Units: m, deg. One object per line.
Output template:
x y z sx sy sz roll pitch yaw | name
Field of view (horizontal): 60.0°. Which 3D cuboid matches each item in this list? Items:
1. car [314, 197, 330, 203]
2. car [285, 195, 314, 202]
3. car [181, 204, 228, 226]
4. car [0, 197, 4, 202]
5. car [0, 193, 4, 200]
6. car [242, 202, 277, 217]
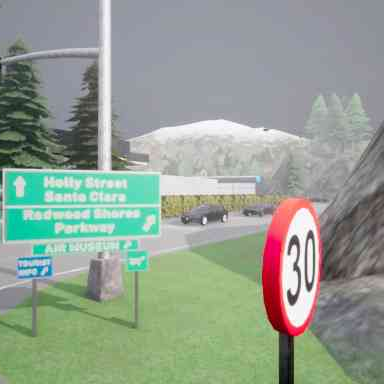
28.281 1.787 74.896 1.895 1.301 4.718 0 0 -42 | car
13.553 1.415 43.010 2.150 2.045 5.566 0 0 36 | car
1.066 1.696 25.929 1.837 1.490 4.892 0 0 36 | car
-12.360 1.505 26.044 1.905 1.878 3.866 0 0 35 | car
-38.569 1.489 69.983 4.514 1.523 2.007 0 0 35 | car
7.121 1.739 34.250 2.033 1.411 5.357 0 0 36 | car
